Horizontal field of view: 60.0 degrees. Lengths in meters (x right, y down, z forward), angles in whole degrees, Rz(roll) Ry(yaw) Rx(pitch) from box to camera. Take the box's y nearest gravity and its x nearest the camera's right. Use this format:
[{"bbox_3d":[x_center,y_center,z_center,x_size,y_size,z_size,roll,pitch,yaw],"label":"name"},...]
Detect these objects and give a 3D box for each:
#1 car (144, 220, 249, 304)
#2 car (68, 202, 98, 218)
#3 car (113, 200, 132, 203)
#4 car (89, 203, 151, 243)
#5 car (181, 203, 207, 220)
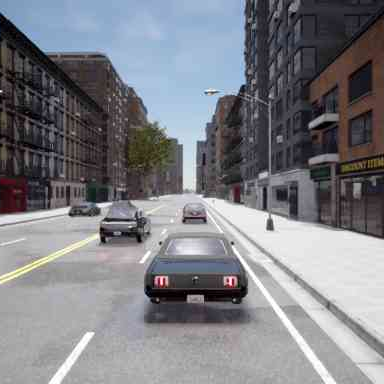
[{"bbox_3d":[0.111,1.602,8.101,1.895,1.301,4.718,0,0,1],"label":"car"},{"bbox_3d":[-9.784,1.582,30.490,1.994,1.385,4.181,0,0,0],"label":"car"},{"bbox_3d":[-6.534,1.523,30.833,1.837,1.490,4.892,0,0,0],"label":"car"},{"bbox_3d":[-3.110,1.497,16.151,2.128,1.511,4.902,0,0,-1],"label":"car"},{"bbox_3d":[0.164,1.560,25.863,2.033,1.411,5.357,0,0,-1],"label":"car"}]
